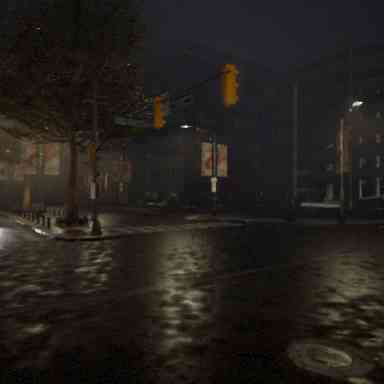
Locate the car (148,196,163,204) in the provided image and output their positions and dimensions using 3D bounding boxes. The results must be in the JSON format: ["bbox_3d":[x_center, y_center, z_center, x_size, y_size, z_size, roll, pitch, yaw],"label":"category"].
[{"bbox_3d":[-7.318,1.568,65.833,2.161,1.482,4.786,0,0,-36],"label":"car"}]

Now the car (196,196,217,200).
[{"bbox_3d":[3.156,1.495,58.346,2.002,1.452,4.674,0,0,-36],"label":"car"}]

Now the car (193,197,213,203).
[{"bbox_3d":[2.336,1.673,72.279,1.895,1.301,4.718,0,0,-36],"label":"car"}]

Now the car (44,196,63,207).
[{"bbox_3d":[-22.473,1.416,53.992,2.097,1.767,4.553,0,0,-36],"label":"car"}]

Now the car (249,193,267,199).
[{"bbox_3d":[16.858,1.327,83.771,2.435,2.045,5.566,0,0,-36],"label":"car"}]
